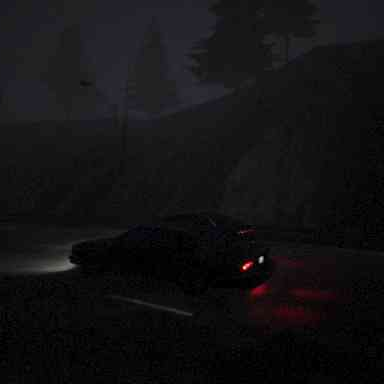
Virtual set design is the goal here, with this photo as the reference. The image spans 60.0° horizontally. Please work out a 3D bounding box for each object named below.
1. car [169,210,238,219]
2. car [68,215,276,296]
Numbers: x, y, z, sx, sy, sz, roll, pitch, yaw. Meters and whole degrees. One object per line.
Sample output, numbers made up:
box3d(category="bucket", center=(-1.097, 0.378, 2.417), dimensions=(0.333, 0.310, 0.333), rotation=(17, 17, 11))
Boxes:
box3d(category="car", center=(-0.145, 1.411, 12.042), dimensions=(4.892, 1.490, 1.837), rotation=(1, 0, 30))
box3d(category="car", center=(-0.690, 1.479, 8.405), dimensions=(5.357, 1.411, 2.033), rotation=(1, 0, 31))
